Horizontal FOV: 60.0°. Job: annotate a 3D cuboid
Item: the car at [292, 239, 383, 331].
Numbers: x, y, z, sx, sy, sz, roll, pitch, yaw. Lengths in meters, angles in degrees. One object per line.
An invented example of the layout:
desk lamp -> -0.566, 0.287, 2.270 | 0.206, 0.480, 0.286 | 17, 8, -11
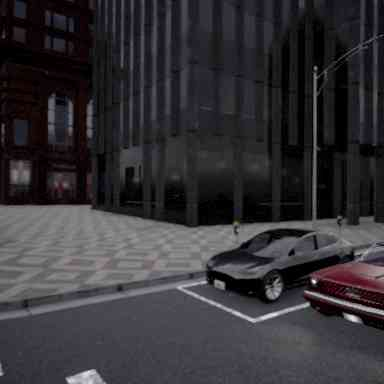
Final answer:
car -> 4.273, 1.656, 6.415 | 4.718, 1.301, 1.895 | 1, 0, -35

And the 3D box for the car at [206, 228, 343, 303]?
car -> 2.365, 1.616, 8.326 | 4.313, 1.339, 1.947 | 1, 0, -35
